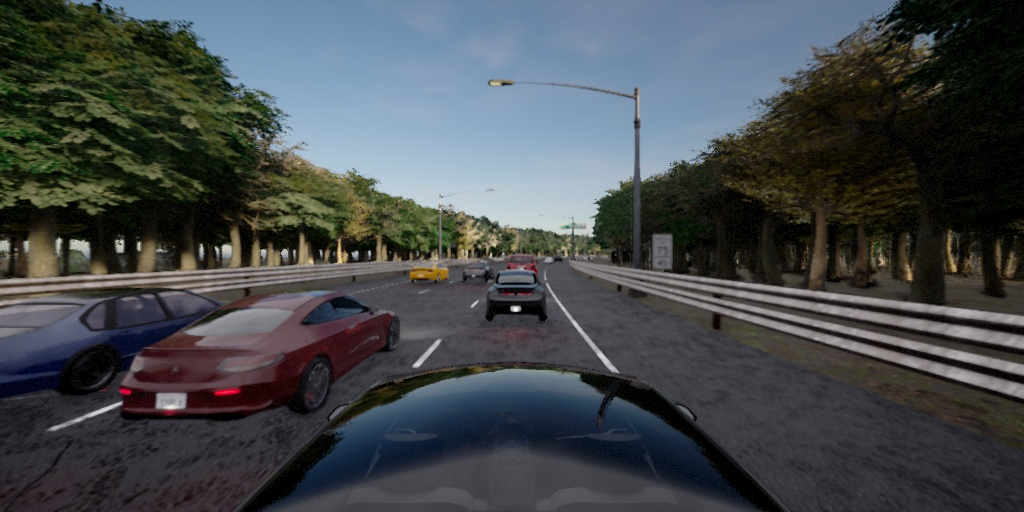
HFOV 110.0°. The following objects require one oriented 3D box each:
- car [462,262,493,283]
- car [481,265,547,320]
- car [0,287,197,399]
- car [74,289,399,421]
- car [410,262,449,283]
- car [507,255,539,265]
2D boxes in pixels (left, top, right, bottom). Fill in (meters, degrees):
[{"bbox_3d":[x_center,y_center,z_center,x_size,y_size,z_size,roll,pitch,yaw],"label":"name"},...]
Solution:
[{"bbox_3d":[-2.523,1.192,27.401,2.128,1.511,4.902,0,0,4],"label":"car"},{"bbox_3d":[0.172,1.237,12.544,1.837,1.490,4.892,0,0,2],"label":"car"},{"bbox_3d":[-6.857,1.277,6.478,2.033,1.411,5.357,0,0,1],"label":"car"},{"bbox_3d":[-3.347,1.263,5.850,1.812,1.442,4.674,0,0,1],"label":"car"},{"bbox_3d":[-6.061,1.172,26.894,1.882,1.535,5.008,0,0,3],"label":"car"},{"bbox_3d":[0.771,0.931,25.998,2.150,2.045,5.566,0,0,4],"label":"car"}]
